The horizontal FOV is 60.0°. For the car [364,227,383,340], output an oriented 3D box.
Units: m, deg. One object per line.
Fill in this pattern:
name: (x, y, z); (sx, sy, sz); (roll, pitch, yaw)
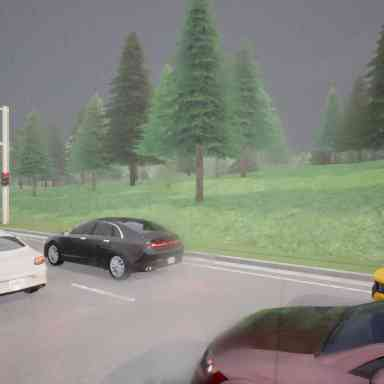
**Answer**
car: (5.279, 1.478, 4.523); (5.008, 1.535, 1.882); (0, 0, 36)

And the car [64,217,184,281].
car: (-2.492, 1.505, 9.958); (4.892, 1.490, 1.837); (0, 0, 36)

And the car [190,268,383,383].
car: (2.027, 1.564, 2.546); (4.181, 1.385, 1.994); (0, 0, 35)

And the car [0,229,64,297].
car: (-5.125, 1.526, 7.548); (4.674, 1.442, 1.812); (0, 0, 36)
